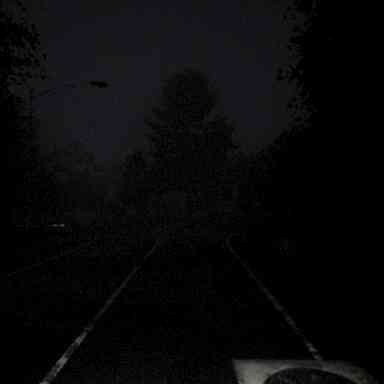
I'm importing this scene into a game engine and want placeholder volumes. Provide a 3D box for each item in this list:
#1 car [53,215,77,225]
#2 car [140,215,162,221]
[{"bbox_3d":[-19.321,4.279,50.878,1.994,1.385,4.181,-1,-4,10],"label":"car"},{"bbox_3d":[-7.967,5.069,64.413,4.181,1.385,1.994,2,-4,-16],"label":"car"}]
